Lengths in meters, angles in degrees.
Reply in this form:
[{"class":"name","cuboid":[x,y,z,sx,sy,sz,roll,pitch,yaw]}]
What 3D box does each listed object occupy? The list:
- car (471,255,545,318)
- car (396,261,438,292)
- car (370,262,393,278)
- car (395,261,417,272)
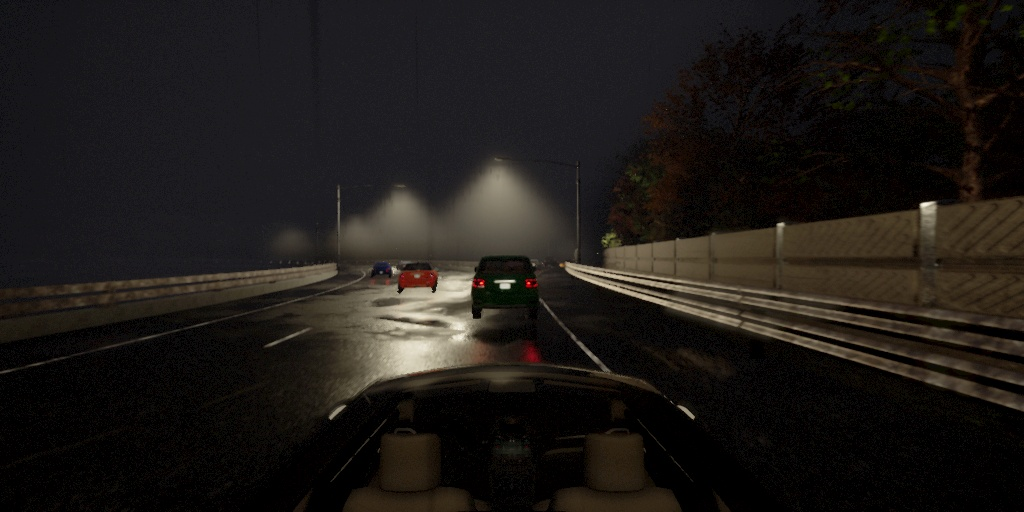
[{"class":"car","cuboid":[-0.236,0.976,13.210,2.150,2.045,5.566,0,0,-1]},{"class":"car","cuboid":[-5.560,1.125,21.643,2.097,1.767,4.553,0,0,-10]},{"class":"car","cuboid":[-12.717,1.325,35.075,1.812,1.442,4.674,0,0,-18]},{"class":"car","cuboid":[-14.569,1.356,48.928,2.033,1.411,5.357,0,0,-26]}]
